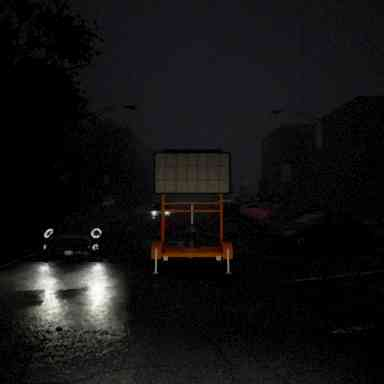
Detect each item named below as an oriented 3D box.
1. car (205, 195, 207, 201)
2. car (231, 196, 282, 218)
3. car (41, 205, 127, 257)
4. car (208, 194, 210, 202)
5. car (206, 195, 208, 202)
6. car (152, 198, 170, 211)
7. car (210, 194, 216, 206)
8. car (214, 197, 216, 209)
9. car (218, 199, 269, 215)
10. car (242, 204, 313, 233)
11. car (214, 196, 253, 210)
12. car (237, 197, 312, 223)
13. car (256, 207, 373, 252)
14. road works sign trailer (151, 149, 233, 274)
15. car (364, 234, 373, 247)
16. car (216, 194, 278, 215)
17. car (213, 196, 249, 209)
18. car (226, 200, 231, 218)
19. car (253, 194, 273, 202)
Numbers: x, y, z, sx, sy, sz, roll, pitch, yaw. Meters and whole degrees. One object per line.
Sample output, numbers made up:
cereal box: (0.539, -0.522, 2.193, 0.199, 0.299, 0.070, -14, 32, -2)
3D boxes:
car: (5.535, 1.392, 70.886, 5.566, 2.045, 2.435, 1, 0, -20)
car: (5.384, 1.370, 22.821, 4.553, 1.767, 2.185, 1, 0, -20)
car: (-3.940, 1.354, 12.847, 2.097, 1.767, 4.553, 0, 0, 0)
car: (5.518, 1.447, 52.845, 4.553, 1.767, 2.185, 1, 0, -20)
car: (5.486, 1.584, 55.848, 5.008, 1.535, 2.097, 1, -1, -20)
car: (-3.903, 1.528, 42.348, 1.882, 1.535, 5.008, 0, 0, 0)
car: (5.397, 1.271, 37.813, 5.566, 2.045, 2.435, 1, 0, -20)
car: (5.217, 1.504, 31.754, 5.366, 1.575, 1.946, 1, 0, -20)
car: (5.377, 1.545, 34.811, 4.792, 1.488, 2.163, 1, 0, -20)
car: (5.301, 1.518, 16.800, 4.792, 1.488, 2.163, 1, 0, -20)
car: (5.417, 1.414, 43.827, 4.553, 1.767, 2.185, 1, 0, -20)
car: (5.372, 1.366, 19.820, 4.553, 1.767, 2.185, 1, 0, -20)
car: (5.322, 1.528, 13.808, 4.674, 1.452, 2.002, 1, 0, -20)
road works sign trailer: (0.007, 0.465, 10.537, 2.380, 3.560, 2.880, 0, 0, 0)
car: (5.313, 1.487, 4.808, 4.892, 1.521, 2.231, 1, 0, -20)
car: (5.367, 1.252, 28.796, 5.566, 2.045, 2.435, 1, 0, -20)
car: (5.430, 1.424, 46.828, 4.553, 1.767, 2.185, 1, 0, -20)
car: (5.360, 1.539, 25.818, 4.674, 1.452, 2.002, 1, 0, -20)
car: (18.531, 1.464, 86.854, 2.435, 2.045, 5.566, 0, 0, -21)
